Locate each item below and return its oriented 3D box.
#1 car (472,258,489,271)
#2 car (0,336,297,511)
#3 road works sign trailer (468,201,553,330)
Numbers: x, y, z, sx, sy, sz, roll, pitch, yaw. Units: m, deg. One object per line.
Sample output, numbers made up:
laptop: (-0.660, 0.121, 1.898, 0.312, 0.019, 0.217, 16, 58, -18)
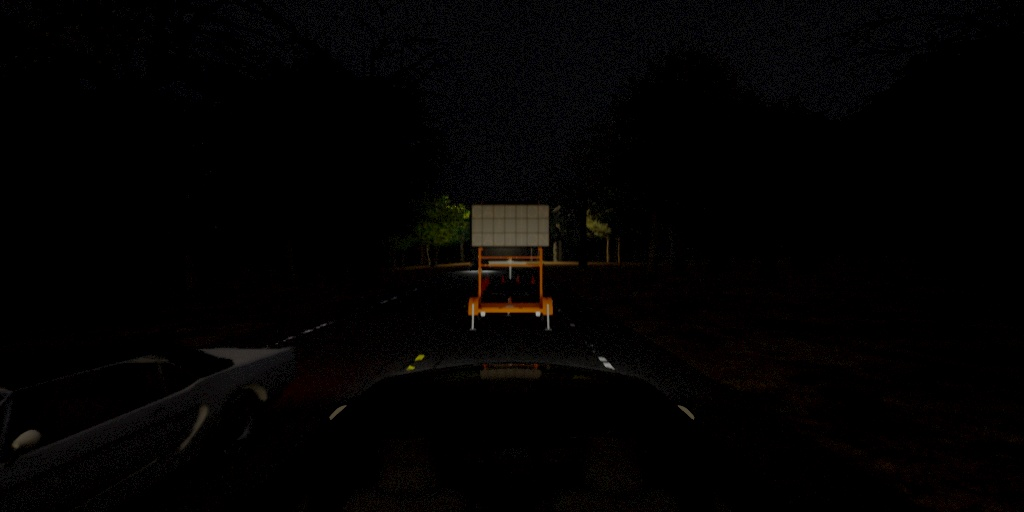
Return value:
car: (-3.812, 0.986, 43.575, 1.812, 1.442, 4.674, 0, 0, 0)
car: (-3.602, 1.348, 2.219, 1.895, 1.301, 4.718, 0, 0, 0)
road works sign trailer: (-0.046, 0.157, 10.858, 2.380, 3.560, 2.880, 0, 0, 0)
